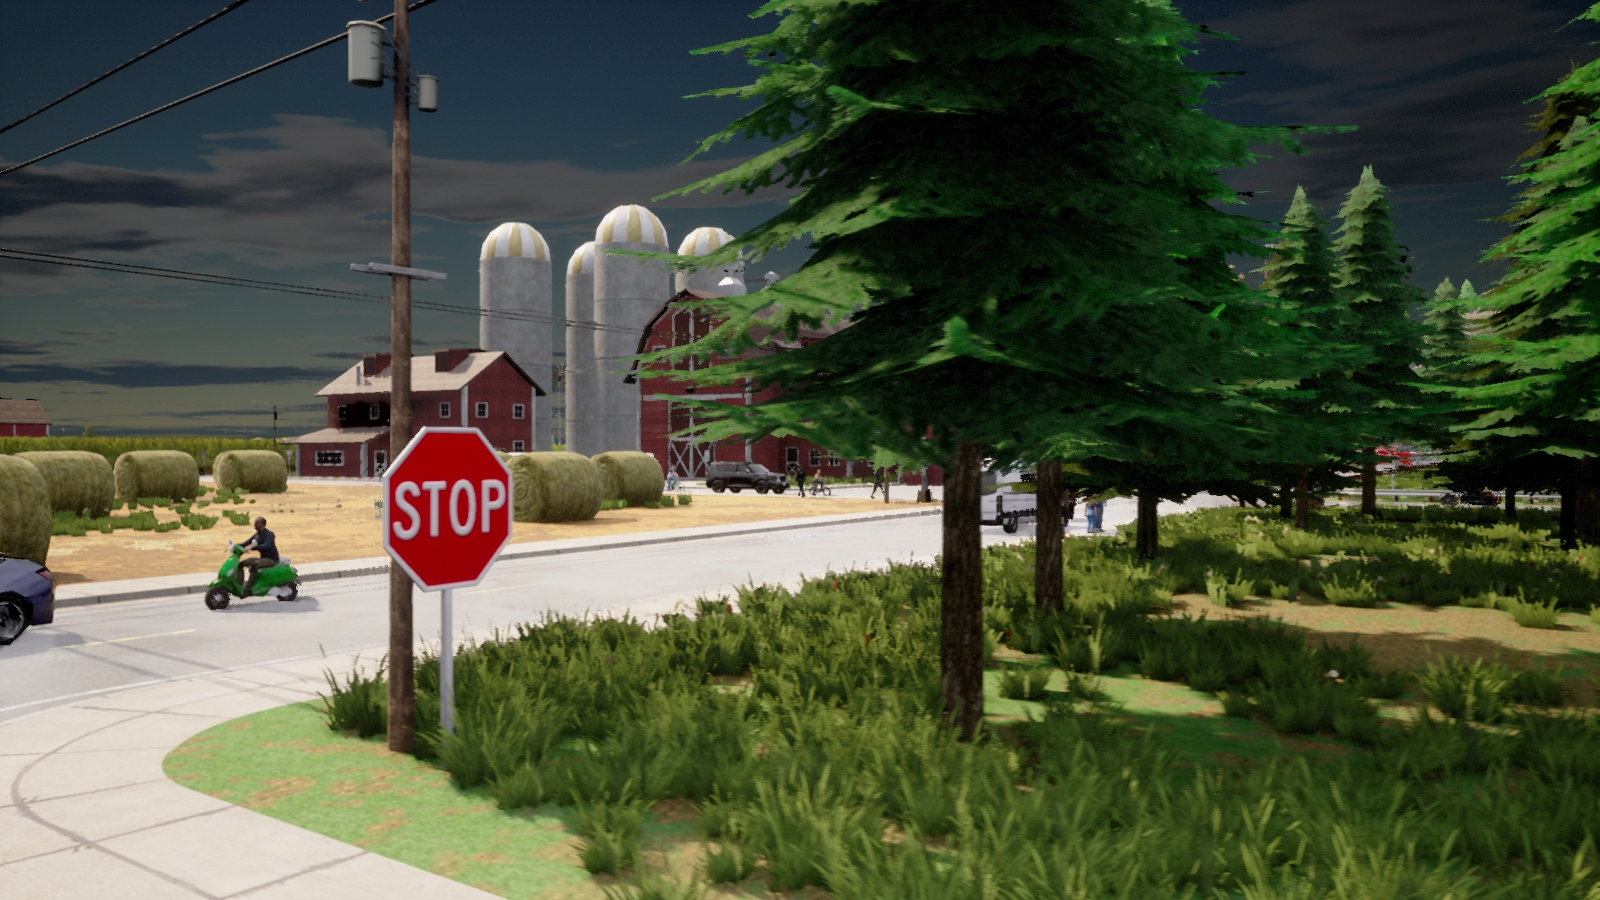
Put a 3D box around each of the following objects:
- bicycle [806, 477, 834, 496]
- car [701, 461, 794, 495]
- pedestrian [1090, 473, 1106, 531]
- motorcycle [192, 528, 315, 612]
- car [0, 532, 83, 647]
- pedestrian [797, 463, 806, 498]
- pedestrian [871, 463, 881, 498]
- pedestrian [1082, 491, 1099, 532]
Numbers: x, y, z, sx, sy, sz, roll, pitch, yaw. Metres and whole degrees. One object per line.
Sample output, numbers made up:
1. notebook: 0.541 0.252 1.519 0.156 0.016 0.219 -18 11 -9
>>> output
1. bicycle: 1.202 2.189 68.723 1.487 1.080 0.859 0 0 32
2. car: -3.320 1.717 71.524 5.566 2.045 2.150 0 0 32
3. pedestrian: 9.679 1.682 37.089 0.375 1.860 0.375 0 0 44
4. motorcycle: -9.824 2.125 20.598 0.856 1.316 1.805 0 0 33
5. car: -12.914 2.043 15.640 2.163 1.488 4.792 0 0 31
6. pedestrian: 0.093 1.644 62.116 0.375 1.860 0.375 0 0 -33
7. pedestrian: 4.087 1.643 61.249 0.375 1.860 0.375 0 0 32
8. pedestrian: 9.271 1.964 36.468 0.375 1.300 0.375 0 0 -43
